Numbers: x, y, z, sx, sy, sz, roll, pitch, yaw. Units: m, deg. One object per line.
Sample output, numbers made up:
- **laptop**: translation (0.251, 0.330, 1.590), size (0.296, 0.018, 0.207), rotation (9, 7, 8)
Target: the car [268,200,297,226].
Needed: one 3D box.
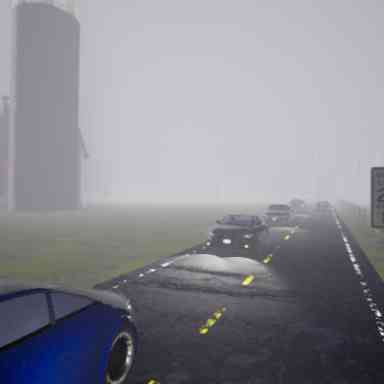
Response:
- **car**: translation (6.583, 1.644, 25.247), size (1.837, 1.490, 4.892), rotation (1, 0, 22)

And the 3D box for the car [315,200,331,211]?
- **car**: translation (19.760, 1.946, 50.127), size (2.033, 1.411, 5.357), rotation (1, 0, 22)

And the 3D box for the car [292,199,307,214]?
- **car**: translation (12.680, 1.613, 40.160), size (2.097, 1.767, 4.553), rotation (1, 0, 22)

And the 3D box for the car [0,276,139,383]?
- **car**: translation (-2.163, 1.533, 2.810), size (1.994, 1.385, 4.181), rotation (1, 0, 20)

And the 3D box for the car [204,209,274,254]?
- **car**: translation (1.992, 1.612, 13.861), size (1.994, 1.385, 4.181), rotation (1, 0, 22)

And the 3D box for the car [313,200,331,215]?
- **car**: translation (15.310, 1.851, 39.061), size (2.033, 1.411, 5.357), rotation (1, 0, 22)
